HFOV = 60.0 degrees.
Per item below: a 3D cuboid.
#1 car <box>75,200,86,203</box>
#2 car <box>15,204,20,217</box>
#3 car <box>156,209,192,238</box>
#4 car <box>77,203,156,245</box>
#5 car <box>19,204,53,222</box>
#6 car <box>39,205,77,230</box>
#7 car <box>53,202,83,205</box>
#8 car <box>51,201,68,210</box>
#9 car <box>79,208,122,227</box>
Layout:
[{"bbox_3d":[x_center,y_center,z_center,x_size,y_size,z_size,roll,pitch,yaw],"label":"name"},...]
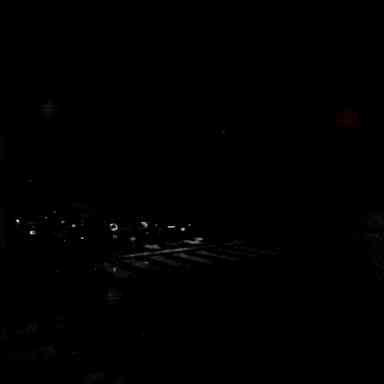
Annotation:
[{"bbox_3d":[-18.368,2.253,53.928,2.097,1.767,4.553,0,-1,-36],"label":"car"},{"bbox_3d":[-21.145,2.225,40.845,2.128,1.511,4.902,0,-1,-35],"label":"car"},{"bbox_3d":[-1.893,1.780,19.689,1.837,1.490,4.892,0,-1,-36],"label":"car"},{"bbox_3d":[-4.006,1.606,17.063,2.097,1.767,4.553,0,-1,-36],"label":"car"},{"bbox_3d":[-15.353,2.133,32.780,1.994,1.385,4.181,0,-1,-35],"label":"car"},{"bbox_3d":[-9.552,1.954,24.742,2.033,1.411,5.357,0,-1,-35],"label":"car"},{"bbox_3d":[-13.872,2.156,36.272,2.033,1.411,5.357,0,-1,-36],"label":"car"},{"bbox_3d":[-25.529,2.578,63.820,1.882,1.535,5.008,0,-1,-36],"label":"car"},{"bbox_3d":[-7.688,2.035,27.706,1.895,1.301,4.718,0,-1,-36],"label":"car"}]
